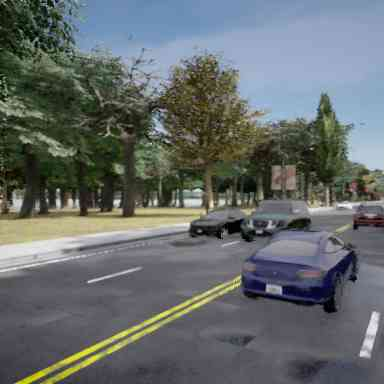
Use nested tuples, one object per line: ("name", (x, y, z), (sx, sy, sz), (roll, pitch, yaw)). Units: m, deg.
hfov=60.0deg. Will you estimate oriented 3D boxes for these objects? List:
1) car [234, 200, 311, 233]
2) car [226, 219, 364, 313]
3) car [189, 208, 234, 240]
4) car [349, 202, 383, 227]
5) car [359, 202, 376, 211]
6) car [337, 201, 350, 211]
("car", (4.449, 1.417, 16.852), (2.150, 2.045, 5.566), (-1, -1, 33))
("car", (2.751, 1.617, 7.956), (1.812, 1.442, 4.674), (-1, -1, 33))
("car", (1.742, 1.701, 18.647), (1.882, 1.535, 5.008), (-1, -1, 33))
("car", (12.426, 1.609, 22.747), (2.097, 1.767, 4.553), (-1, -1, 33))
("car", (27.245, 2.216, 51.601), (1.994, 1.385, 4.181), (-1, -1, 34))
("car", (24.507, 2.205, 53.347), (1.812, 1.442, 4.674), (-1, -1, 34))
